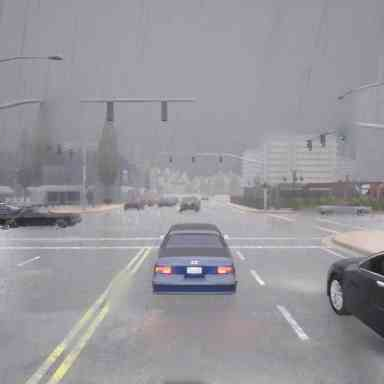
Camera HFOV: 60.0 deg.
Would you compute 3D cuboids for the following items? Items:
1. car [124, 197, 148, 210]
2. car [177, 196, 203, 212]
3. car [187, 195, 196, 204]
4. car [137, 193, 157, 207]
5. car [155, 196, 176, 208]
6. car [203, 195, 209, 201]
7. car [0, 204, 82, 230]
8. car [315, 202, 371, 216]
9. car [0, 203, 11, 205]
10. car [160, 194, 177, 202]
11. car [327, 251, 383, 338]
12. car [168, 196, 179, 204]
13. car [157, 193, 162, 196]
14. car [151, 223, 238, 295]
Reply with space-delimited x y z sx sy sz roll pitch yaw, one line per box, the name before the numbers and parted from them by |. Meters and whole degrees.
car | -7.287 1.601 42.252 1.895 1.301 4.718 0 0 1
car | -0.153 1.352 38.551 2.097 1.767 4.553 0 0 5
car | -0.117 1.477 66.063 1.882 1.535 5.008 0 0 0
car | -7.260 1.221 51.896 2.150 2.045 5.566 0 0 0
car | -3.755 1.601 47.558 1.895 1.301 4.718 0 0 0
car | 3.222 1.552 84.560 1.994 1.385 4.181 0 0 0
car | -9.386 1.601 20.643 4.718 1.301 1.895 0 0 -2
car | 14.343 1.601 31.804 4.718 1.301 1.895 0 0 1
car | -13.396 1.525 23.991 4.674 1.442 1.812 0 0 -2
car | -3.771 1.491 56.828 2.128 1.511 4.902 0 0 0
car | 3.547 1.505 4.636 1.837 1.490 4.892 0 0 0
car | -3.748 1.564 66.696 1.994 1.385 4.181 0 0 0
car | -7.265 1.352 61.823 2.097 1.767 4.553 0 0 0
car | 0.053 1.547 8.881 2.033 1.411 5.357 0 0 0
